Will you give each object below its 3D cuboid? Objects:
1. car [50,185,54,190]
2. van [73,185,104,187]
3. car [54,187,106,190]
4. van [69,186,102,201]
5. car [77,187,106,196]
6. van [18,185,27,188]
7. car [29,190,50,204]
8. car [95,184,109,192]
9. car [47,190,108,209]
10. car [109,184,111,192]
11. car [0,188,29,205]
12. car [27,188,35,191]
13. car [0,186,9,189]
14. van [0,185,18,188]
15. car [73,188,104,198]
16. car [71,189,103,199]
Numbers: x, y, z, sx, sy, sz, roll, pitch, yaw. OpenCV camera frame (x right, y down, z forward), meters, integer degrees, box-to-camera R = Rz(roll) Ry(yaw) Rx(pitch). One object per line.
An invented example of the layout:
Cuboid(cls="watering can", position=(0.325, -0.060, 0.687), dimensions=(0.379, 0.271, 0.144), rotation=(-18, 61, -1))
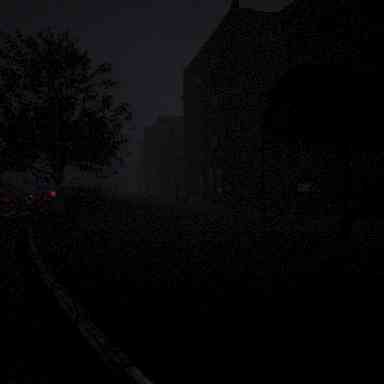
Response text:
Cuboid(cls="car", position=(-21.436, 0.093, 53.346), dimensions=(2.097, 1.767, 4.553), rotation=(-1, 2, -13))
Cuboid(cls="van", position=(-12.469, 0.467, 37.108), dimensions=(4.442, 1.987, 1.878), rotation=(-1, 2, -16))
Cuboid(cls="car", position=(-11.558, 0.638, 34.505), dimensions=(4.553, 1.767, 2.185), rotation=(-1, 2, -16))
Cuboid(cls="van", position=(-15.144, 0.162, 47.569), dimensions=(4.442, 1.987, 1.878), rotation=(-1, 2, -14))
Cuboid(cls="car", position=(-18.331, -0.048, 60.842), dimensions=(4.892, 1.521, 2.231), rotation=(-1, 2, -11))
Cuboid(cls="van", position=(-36.640, -0.472, 69.256), dimensions=(1.878, 1.987, 4.442), rotation=(-1, 2, -8))
Cuboid(cls="car", position=(-18.216, 0.734, 40.591), dimensions=(1.895, 1.301, 4.718), rotation=(-1, 2, -16))
Cuboid(cls="car", position=(-13.101, 0.369, 39.781), dimensions=(5.566, 2.045, 2.435), rotation=(-1, 2, -16))
Cuboid(cls="car", position=(-10.826, 0.835, 31.854), dimensions=(4.892, 1.521, 2.231), rotation=(-1, 2, -16))
Cuboid(cls="car", position=(-20.326, -0.669, 71.700), dimensions=(5.566, 2.045, 2.435), rotation=(0, 2, -8))
Cuboid(cls="car", position=(-20.978, 0.670, 38.895), dimensions=(1.882, 1.535, 5.008), rotation=(-1, 2, -15))
Cuboid(cls="car", position=(-23.524, 0.510, 48.454), dimensions=(1.895, 1.301, 4.718), rotation=(-1, 2, -13))
Cuboid(cls="car", position=(-34.753, 0.132, 58.434), dimensions=(2.163, 1.488, 4.792), rotation=(-1, 2, -10))
Cuboid(cls="van", position=(-35.739, -0.303, 63.794), dimensions=(1.878, 1.987, 4.442), rotation=(-1, 2, -9))
Cuboid(cls="car", position=(-17.207, 0.163, 55.501), dimensions=(4.792, 1.488, 2.163), rotation=(-1, 2, -12))
Cuboid(cls="car", position=(-16.563, 0.261, 52.849), dimensions=(4.674, 1.452, 2.002), rotation=(-1, 2, -13))
